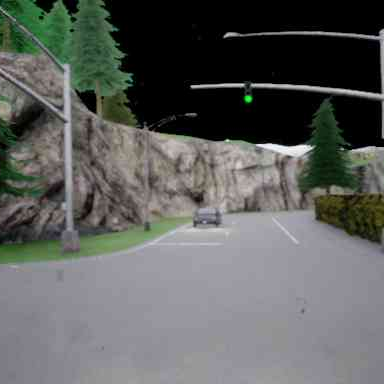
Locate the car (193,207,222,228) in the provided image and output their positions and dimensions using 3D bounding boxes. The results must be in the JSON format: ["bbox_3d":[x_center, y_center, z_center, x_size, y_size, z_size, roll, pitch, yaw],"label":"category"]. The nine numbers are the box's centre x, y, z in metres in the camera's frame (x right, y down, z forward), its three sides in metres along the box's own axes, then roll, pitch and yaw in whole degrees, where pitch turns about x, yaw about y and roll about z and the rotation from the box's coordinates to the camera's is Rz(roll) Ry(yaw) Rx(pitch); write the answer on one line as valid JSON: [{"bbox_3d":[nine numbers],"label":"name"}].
[{"bbox_3d":[1.247,1.880,25.711,1.812,1.442,4.674,-2,-1,9],"label":"car"}]
